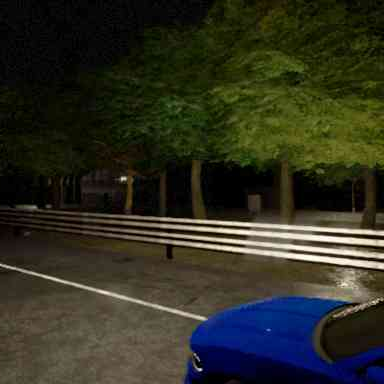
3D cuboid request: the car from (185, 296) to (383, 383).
[{"bbox_3d":[2.234,1.478,2.398,5.008,1.535,1.882,0,0,36],"label":"car"}]
